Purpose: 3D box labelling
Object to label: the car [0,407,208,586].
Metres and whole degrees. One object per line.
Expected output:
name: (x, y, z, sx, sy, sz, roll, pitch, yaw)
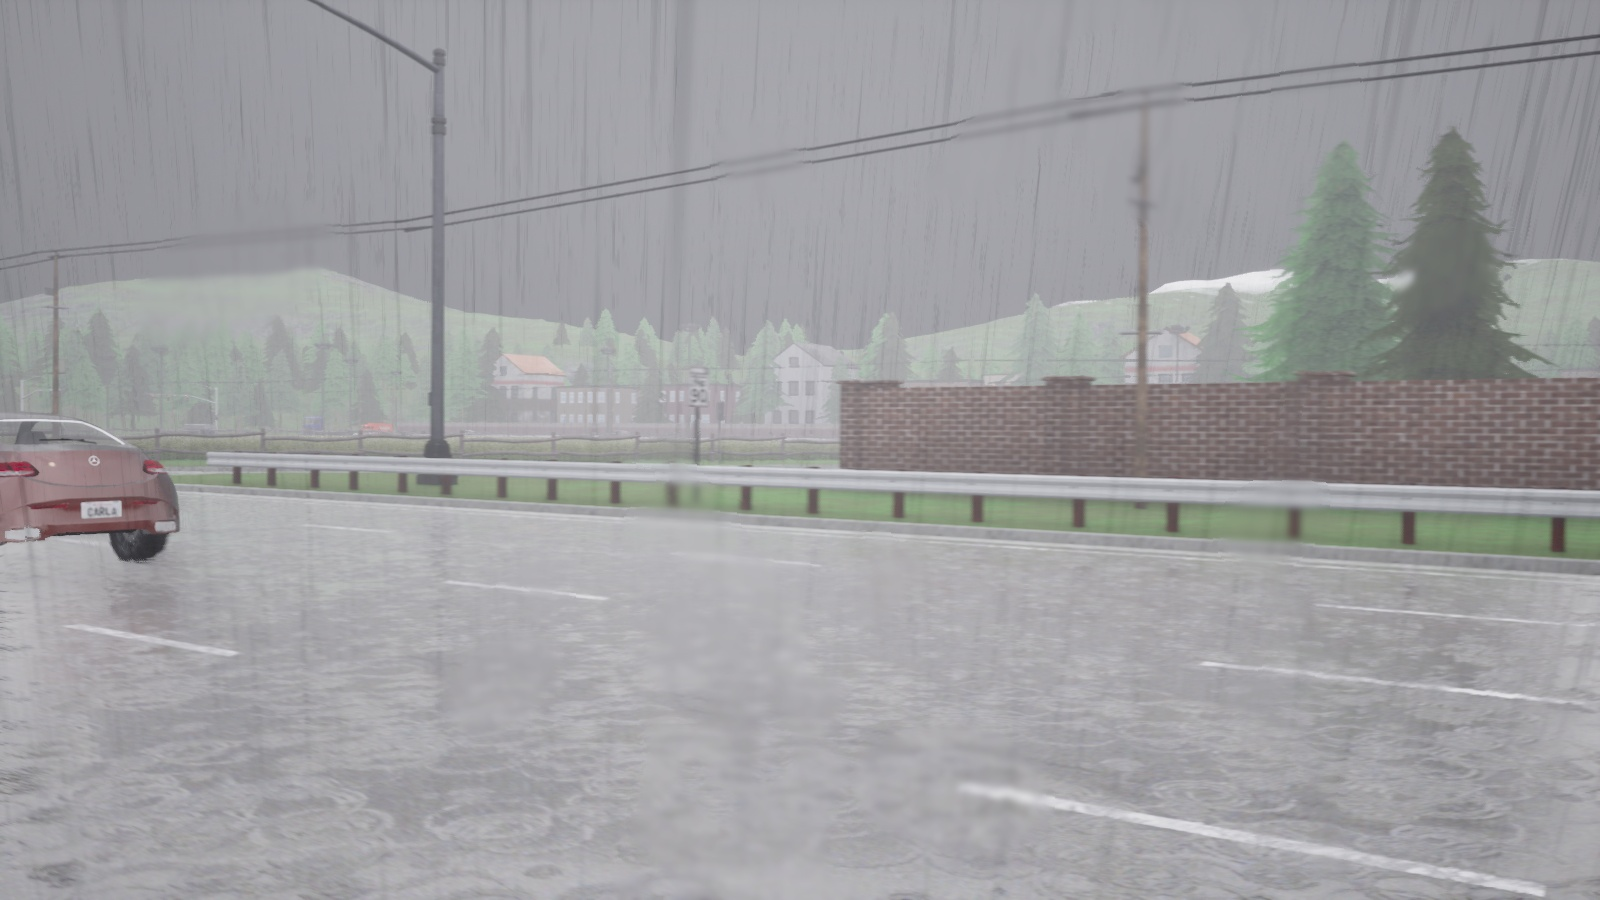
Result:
car: (-8.957, 0.404, 13.772, 5.027, 1.651, 2.152, 0, 1, 34)
